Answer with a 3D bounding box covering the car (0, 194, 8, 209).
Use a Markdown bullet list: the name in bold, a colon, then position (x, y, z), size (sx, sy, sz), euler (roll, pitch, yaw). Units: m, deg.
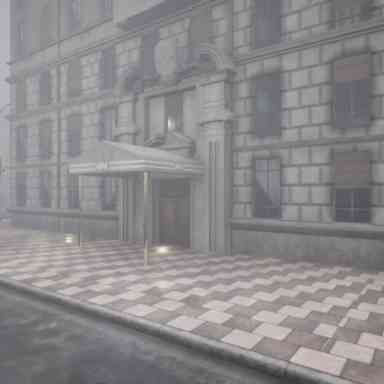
- **car**: position (-26.766, 1.221, 42.717), size (2.150, 2.045, 5.566), euler (0, 0, 35)
